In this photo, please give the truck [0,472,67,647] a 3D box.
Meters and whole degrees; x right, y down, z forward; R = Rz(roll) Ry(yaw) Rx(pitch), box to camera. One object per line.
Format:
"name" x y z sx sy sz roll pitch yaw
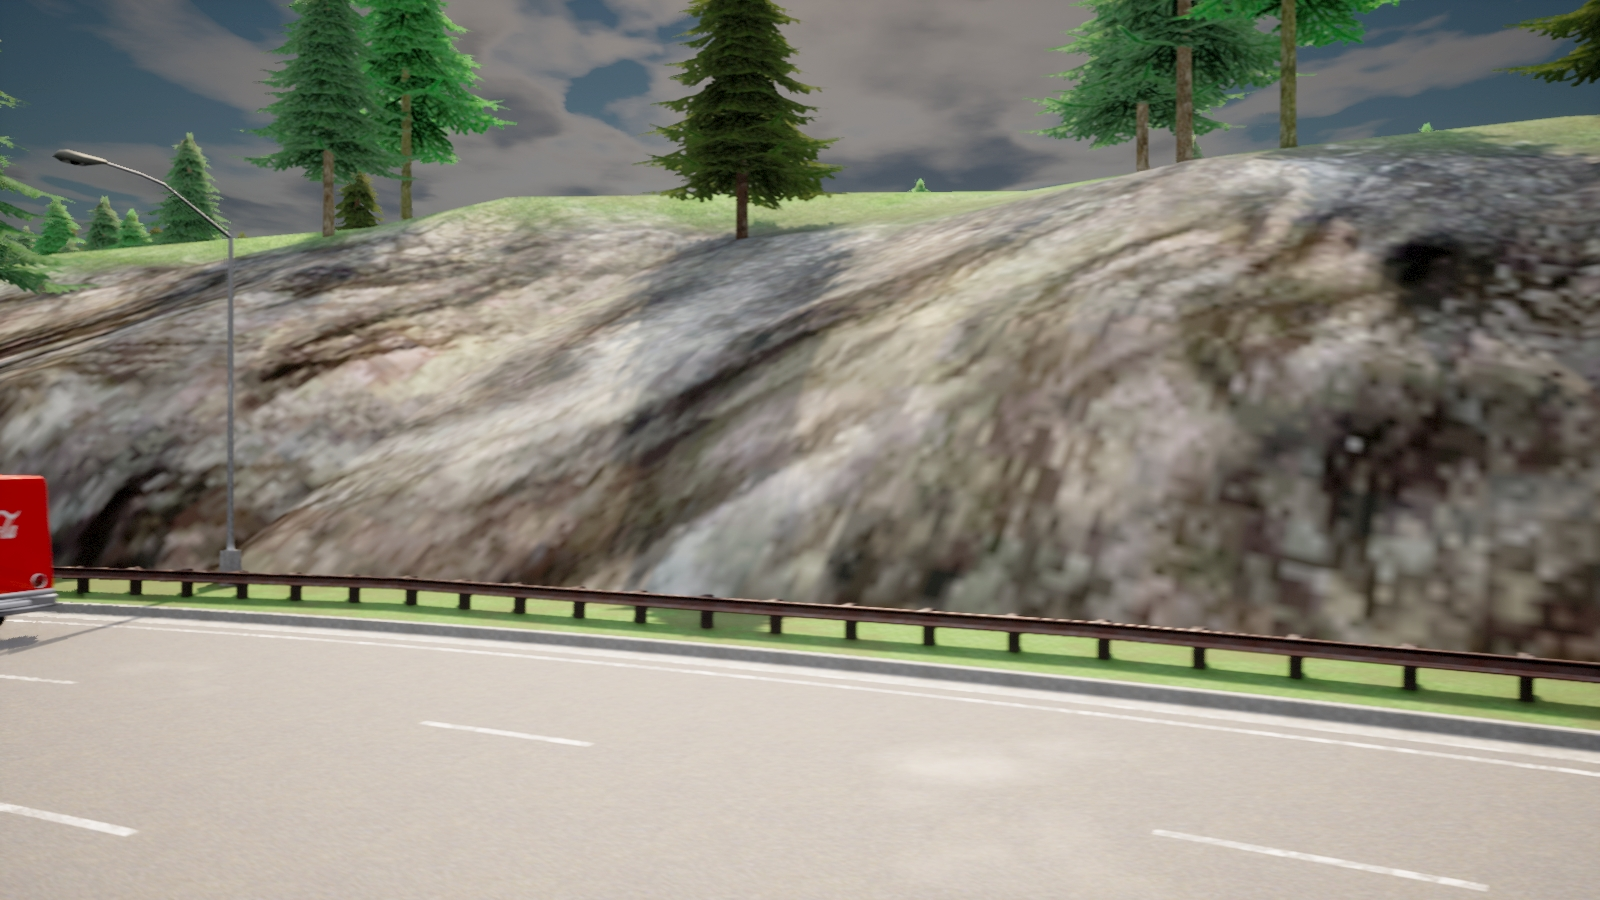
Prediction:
"truck" -13.915 1.561 16.628 5.204 2.467 2.627 0 -1 15
